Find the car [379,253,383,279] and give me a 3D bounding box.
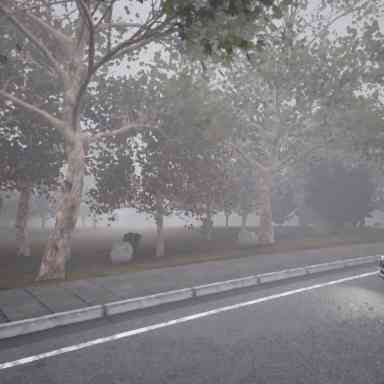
[{"bbox_3d":[6.939,1.683,9.013,4.892,1.490,1.837,2,-1,-36],"label":"car"}]
